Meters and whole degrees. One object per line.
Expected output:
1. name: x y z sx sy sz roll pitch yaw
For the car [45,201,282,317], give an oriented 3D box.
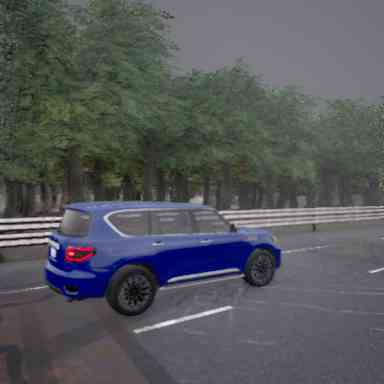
1. car: -0.373 1.234 7.721 5.566 2.045 2.150 0 0 -35
